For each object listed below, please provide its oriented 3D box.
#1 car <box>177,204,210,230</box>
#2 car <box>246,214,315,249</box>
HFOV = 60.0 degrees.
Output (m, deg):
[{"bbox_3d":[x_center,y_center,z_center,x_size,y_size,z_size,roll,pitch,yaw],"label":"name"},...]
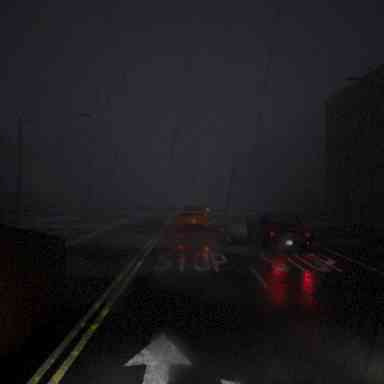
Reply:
[{"bbox_3d":[0.100,1.470,21.062,1.882,1.535,5.008,0,0,0],"label":"car"},{"bbox_3d":[3.600,1.596,14.519,1.895,1.301,4.718,0,0,0],"label":"car"}]
